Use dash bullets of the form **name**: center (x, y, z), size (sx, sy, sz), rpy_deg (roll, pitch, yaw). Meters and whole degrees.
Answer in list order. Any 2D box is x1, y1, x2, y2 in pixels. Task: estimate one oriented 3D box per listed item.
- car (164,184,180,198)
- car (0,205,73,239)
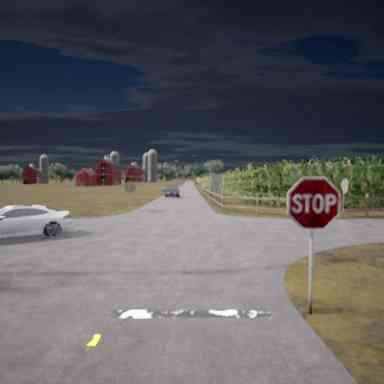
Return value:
- **car**: center (-2.968, -0.068, 50.466), size (2.150, 2.045, 5.566), rpy_deg (0, 4, 0)
- **car**: center (-7.512, 1.290, 14.092), size (4.674, 1.442, 1.812), rpy_deg (-2, 3, -37)
